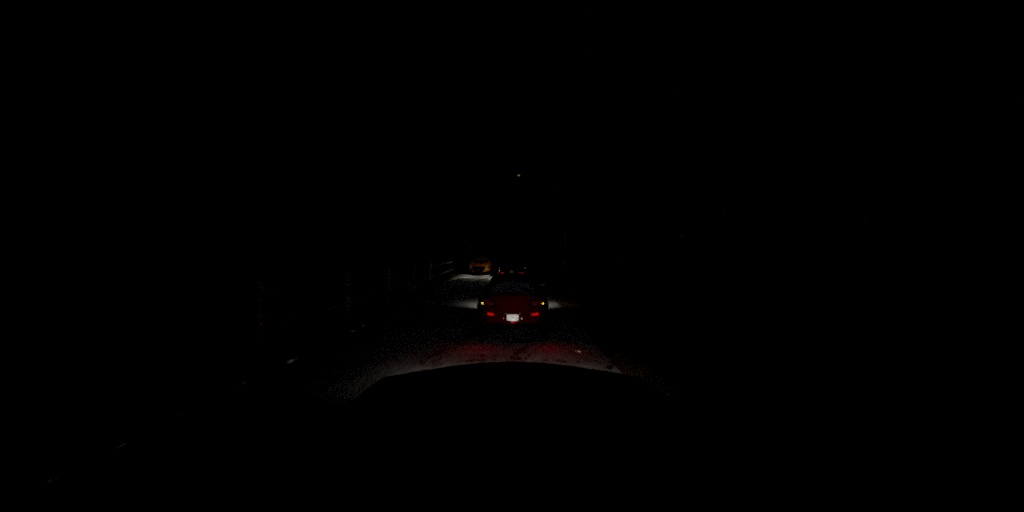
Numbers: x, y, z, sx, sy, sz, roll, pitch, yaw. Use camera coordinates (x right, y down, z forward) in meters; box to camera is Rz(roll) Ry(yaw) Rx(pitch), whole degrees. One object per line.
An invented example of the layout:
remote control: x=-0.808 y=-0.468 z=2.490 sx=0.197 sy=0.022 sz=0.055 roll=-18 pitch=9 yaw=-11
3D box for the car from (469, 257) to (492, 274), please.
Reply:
car: x=-2.891 y=0.841 z=33.468 sx=1.882 sy=1.535 sz=5.008 roll=0 pitch=1 yaw=0

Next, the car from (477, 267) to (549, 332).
car: x=0.028 y=1.218 z=10.513 sx=1.812 sy=1.442 sz=4.674 roll=0 pitch=1 yaw=0

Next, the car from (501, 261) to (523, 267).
car: x=-0.006 y=1.068 z=24.690 sx=2.033 sy=1.411 sz=5.357 roll=0 pitch=1 yaw=0
